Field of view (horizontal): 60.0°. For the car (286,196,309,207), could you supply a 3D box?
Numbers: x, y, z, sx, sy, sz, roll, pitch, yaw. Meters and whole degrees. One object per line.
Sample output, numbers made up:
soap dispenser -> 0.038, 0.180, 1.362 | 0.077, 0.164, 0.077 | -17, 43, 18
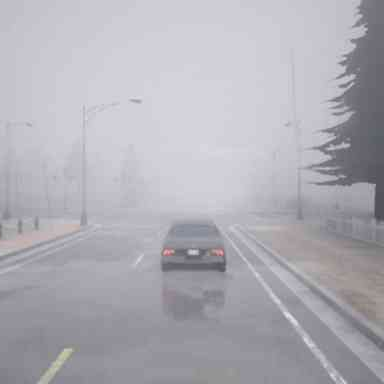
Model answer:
car -> 13.954, 1.318, 44.962 | 1.845, 1.501, 3.633 | 0, 0, 0

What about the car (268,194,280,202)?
car -> 17.337, 1.242, 71.017 | 2.152, 1.636, 5.027 | 0, 0, 0

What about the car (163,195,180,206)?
car -> -3.563, 1.284, 54.580 | 2.097, 1.767, 4.553 | 0, 0, 0

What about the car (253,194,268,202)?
car -> 14.199, 1.251, 70.995 | 2.007, 1.523, 4.514 | 0, 0, 0

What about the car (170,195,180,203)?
car -> -3.503, 1.353, 69.480 | 1.882, 1.535, 5.008 | 0, 0, 0

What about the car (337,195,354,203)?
car -> 29.107, 1.241, 63.227 | 1.845, 1.501, 3.633 | 0, 0, 0

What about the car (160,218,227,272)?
car -> 0.055, 1.534, 10.686 | 2.033, 1.411, 5.357 | 0, 0, 0
